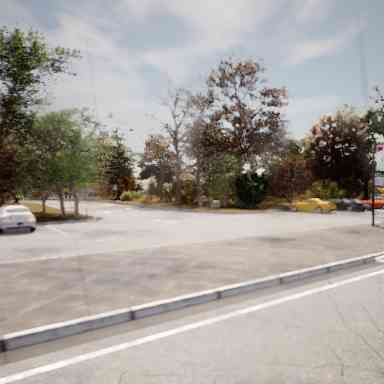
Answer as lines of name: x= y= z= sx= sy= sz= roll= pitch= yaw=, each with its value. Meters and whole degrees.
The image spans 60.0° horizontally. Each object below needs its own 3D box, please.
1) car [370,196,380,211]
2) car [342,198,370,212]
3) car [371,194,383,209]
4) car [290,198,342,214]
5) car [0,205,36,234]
car: x=19.725 y=1.526 z=40.579 sx=2.002 sy=1.452 sz=4.674 roll=0 pitch=0 yaw=-35
car: x=17.454 y=1.470 z=38.964 sx=2.097 sy=1.535 sz=5.008 roll=0 pitch=0 yaw=-35
car: x=24.279 y=1.399 z=43.787 sx=2.185 sy=1.767 sz=4.553 roll=1 pitch=0 yaw=-36
car: x=12.925 y=1.451 z=35.724 sx=2.097 sy=1.535 sz=5.008 roll=0 pitch=0 yaw=-35
car: x=-10.277 y=1.491 z=19.200 sx=2.002 sy=1.452 sz=4.674 roll=0 pitch=0 yaw=-35
